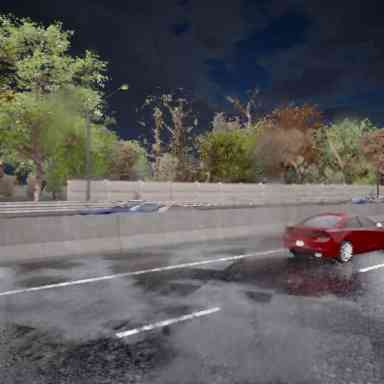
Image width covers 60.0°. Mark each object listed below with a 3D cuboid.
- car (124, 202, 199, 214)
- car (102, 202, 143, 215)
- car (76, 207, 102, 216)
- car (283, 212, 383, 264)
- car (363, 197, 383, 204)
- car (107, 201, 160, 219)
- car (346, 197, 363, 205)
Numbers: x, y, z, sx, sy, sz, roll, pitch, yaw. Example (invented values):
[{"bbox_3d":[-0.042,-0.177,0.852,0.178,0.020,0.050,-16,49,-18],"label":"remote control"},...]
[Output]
[{"bbox_3d":[-1.429,1.517,20.173,4.674,1.442,1.812,0,0,-36],"label":"car"},{"bbox_3d":[-3.487,1.516,23.006,4.674,1.442,1.812,0,0,-36],"label":"car"},{"bbox_3d":[-6.288,1.592,25.307,4.718,1.301,1.895,0,0,-36],"label":"car"},{"bbox_3d":[5.418,1.469,11.914,5.008,1.535,1.882,0,0,-36],"label":"car"},{"bbox_3d":[28.468,1.545,50.037,5.357,1.411,2.033,0,0,-35],"label":"car"},{"bbox_3d":[-5.184,1.552,29.797,4.181,1.385,1.994,0,0,-38],"label":"car"},{"bbox_3d":[26.509,1.523,52.941,4.674,1.442,1.812,0,0,-35],"label":"car"}]
